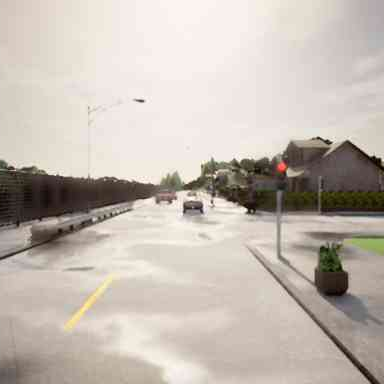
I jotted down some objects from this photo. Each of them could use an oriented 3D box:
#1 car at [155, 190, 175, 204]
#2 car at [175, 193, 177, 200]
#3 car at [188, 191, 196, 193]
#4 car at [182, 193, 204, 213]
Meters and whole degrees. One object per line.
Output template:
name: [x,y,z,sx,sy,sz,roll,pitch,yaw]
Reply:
car: [-4.084,0.693,48.692,2.150,2.045,5.566,0,1,-1]
car: [-4.014,0.649,65.070,2.097,1.767,4.553,0,1,0]
car: [0.003,0.635,66.477,2.097,1.767,4.553,0,1,0]
car: [0.093,1.143,32.128,2.128,1.511,4.902,0,1,0]
